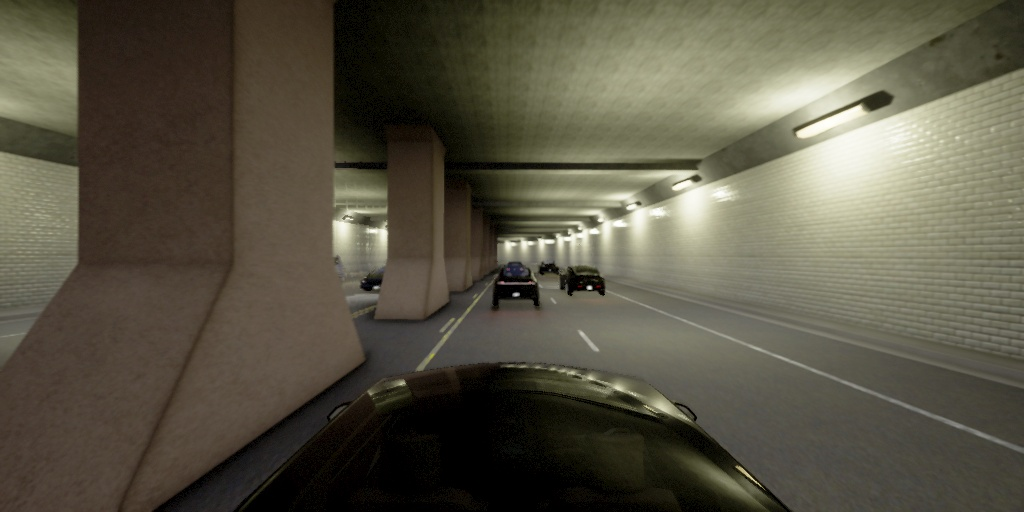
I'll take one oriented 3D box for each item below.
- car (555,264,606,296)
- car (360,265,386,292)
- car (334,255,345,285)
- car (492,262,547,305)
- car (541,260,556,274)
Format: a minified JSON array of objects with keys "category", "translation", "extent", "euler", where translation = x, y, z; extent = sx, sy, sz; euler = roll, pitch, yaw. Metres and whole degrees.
[{"category":"car","translation":[3.687,1.236,19.384],"extent":[1.837,1.490,4.892],"euler":[0,1,0]},{"category":"car","translation":[-6.992,1.243,21.117],"extent":[2.033,1.411,5.357],"euler":[0,0,0]},{"category":"car","translation":[-10.514,0.912,18.036],"extent":[2.150,2.045,5.566],"euler":[0,0,0]},{"category":"car","translation":[0.167,1.219,15.763],"extent":[2.128,1.511,4.902],"euler":[0,0,0]},{"category":"car","translation":[3.790,1.188,37.928],"extent":[2.128,1.511,4.902],"euler":[0,0,0]}]
